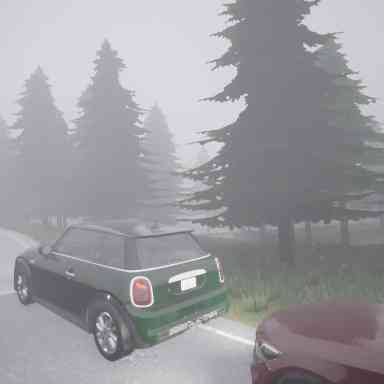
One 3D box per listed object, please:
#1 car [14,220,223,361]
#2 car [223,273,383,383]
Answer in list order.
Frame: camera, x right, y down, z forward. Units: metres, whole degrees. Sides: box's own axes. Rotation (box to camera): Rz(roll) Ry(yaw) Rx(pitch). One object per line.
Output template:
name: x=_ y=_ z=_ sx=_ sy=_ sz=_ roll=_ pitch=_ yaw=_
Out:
car: x=-1.579 y=1.308 z=6.216 sx=4.553 sy=1.767 sz=2.097 roll=1 pitch=1 yaw=44
car: x=2.750 y=1.531 z=2.595 sx=4.674 sy=1.442 sz=1.812 roll=1 pitch=0 yaw=36
